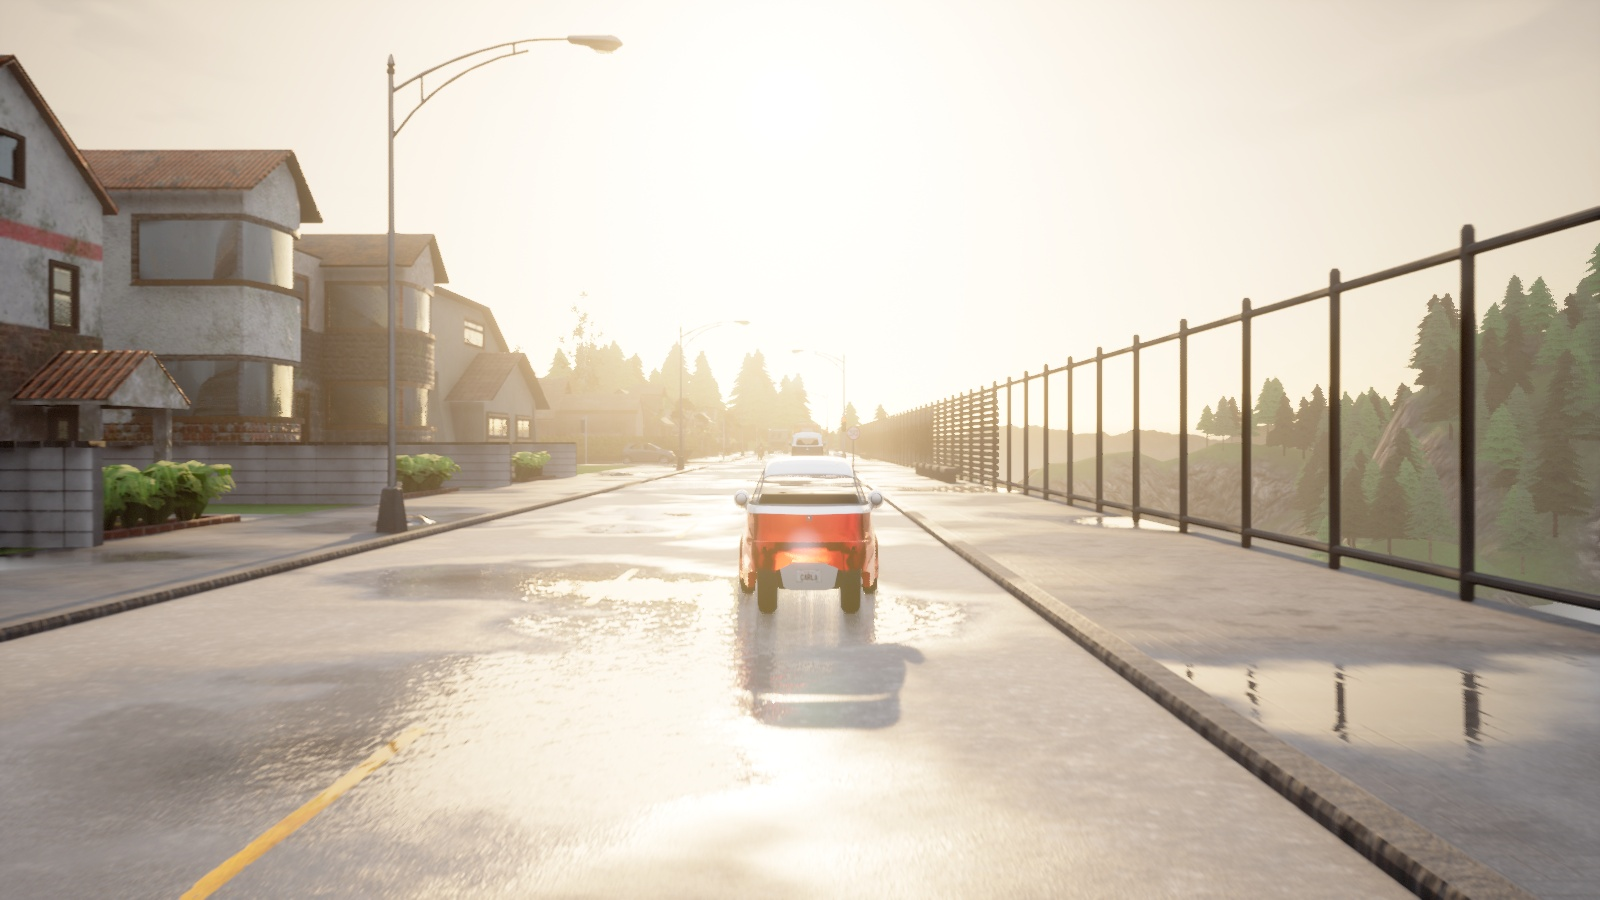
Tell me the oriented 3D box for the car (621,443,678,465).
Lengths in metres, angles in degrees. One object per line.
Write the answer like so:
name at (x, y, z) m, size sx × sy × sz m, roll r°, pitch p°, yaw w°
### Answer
car at (-10.182, 0.273, 85.082) m, size 3.633 × 1.501 × 1.845 m, roll 0°, pitch 0°, yaw 2°

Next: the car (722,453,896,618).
car at (0.083, 0.735, 11.833) m, size 1.481 × 1.376 × 2.207 m, roll 0°, pitch 1°, yaw 0°

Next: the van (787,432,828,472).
van at (0.397, 0.092, 67.035) m, size 2.069 × 2.038 × 4.480 m, roll 0°, pitch 0°, yaw 0°
